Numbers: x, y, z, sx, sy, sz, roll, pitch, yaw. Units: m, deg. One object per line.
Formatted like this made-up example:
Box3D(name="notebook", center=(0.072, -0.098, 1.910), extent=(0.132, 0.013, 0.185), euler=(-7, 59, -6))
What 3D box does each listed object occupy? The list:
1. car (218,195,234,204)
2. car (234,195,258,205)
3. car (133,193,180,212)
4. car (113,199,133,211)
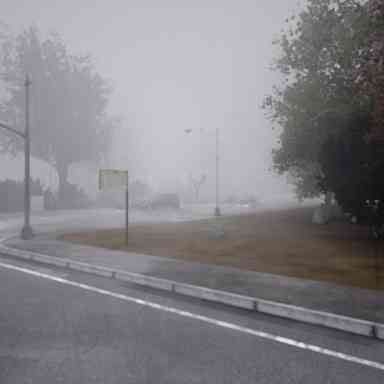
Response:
Box3D(name="car", center=(6.295, 1.295, 57.556), extent=(2.128, 1.511, 4.902), euler=(0, 0, 35))
Box3D(name="car", center=(9.407, 1.323, 55.883), extent=(1.837, 1.490, 4.892), euler=(0, 0, 35))
Box3D(name="car", center=(-3.719, 1.138, 38.689), extent=(2.150, 2.045, 5.566), euler=(0, 0, 38))
Box3D(name="car", center=(-7.311, 1.475, 39.811), extent=(1.994, 1.385, 4.181), euler=(0, 0, 38))
